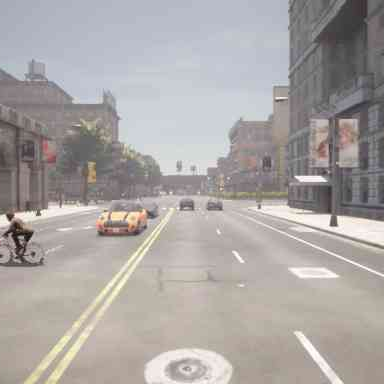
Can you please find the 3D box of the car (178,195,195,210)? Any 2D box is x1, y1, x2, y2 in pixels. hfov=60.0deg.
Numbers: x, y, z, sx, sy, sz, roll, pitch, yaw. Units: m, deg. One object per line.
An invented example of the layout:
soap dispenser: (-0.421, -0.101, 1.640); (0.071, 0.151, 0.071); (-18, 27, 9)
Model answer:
car: (-0.651, 1.504, 42.775); (1.837, 1.490, 4.892); (0, 0, -1)

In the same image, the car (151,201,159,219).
car: (-4.017, 1.548, 29.873); (2.033, 1.411, 5.357); (0, 0, -1)

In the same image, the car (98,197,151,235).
car: (-3.822, 1.352, 18.915); (2.097, 1.767, 4.553); (0, 0, 0)

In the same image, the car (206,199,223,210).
car: (2.846, 1.547, 42.712); (2.033, 1.411, 5.357); (0, 0, -1)

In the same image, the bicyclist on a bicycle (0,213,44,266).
bicyclist on a bicycle: (-5.352, 1.455, 10.145); (1.656, 1.620, 0.582); (-2, 0, -1)
